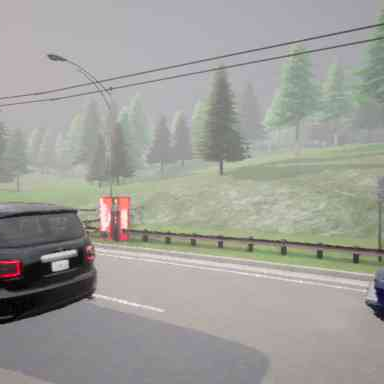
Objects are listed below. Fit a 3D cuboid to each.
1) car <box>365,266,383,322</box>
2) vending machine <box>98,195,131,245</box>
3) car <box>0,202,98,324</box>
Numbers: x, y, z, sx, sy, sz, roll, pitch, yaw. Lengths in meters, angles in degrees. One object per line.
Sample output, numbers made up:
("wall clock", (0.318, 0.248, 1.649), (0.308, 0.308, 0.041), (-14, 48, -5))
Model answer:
("car", (5.098, 1.601, 4.617), (4.718, 1.301, 1.895), (0, 0, 35))
("vending machine", (-3.417, 1.195, 14.712), (0.880, 2.100, 1.100), (0, 0, 29))
("car", (-4.354, 1.223, 6.511), (5.566, 2.045, 2.150), (0, 0, 30))
